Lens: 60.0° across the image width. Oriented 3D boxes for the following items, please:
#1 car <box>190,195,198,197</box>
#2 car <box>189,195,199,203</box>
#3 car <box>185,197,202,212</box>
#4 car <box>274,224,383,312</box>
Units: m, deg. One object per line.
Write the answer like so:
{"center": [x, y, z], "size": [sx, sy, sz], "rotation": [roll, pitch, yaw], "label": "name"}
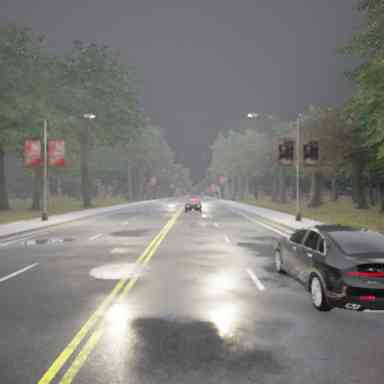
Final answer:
{"center": [0.388, 1.412, 54.520], "size": [2.097, 1.767, 4.553], "rotation": [0, 0, 1], "label": "car"}
{"center": [0.518, 1.479, 73.455], "size": [2.097, 1.767, 4.553], "rotation": [0, 0, 1], "label": "car"}
{"center": [0.149, 1.626, 38.669], "size": [1.895, 1.301, 4.718], "rotation": [0, 0, 0], "label": "car"}
{"center": [3.255, 1.506, 7.707], "size": [1.837, 1.490, 4.892], "rotation": [0, 0, 0], "label": "car"}
